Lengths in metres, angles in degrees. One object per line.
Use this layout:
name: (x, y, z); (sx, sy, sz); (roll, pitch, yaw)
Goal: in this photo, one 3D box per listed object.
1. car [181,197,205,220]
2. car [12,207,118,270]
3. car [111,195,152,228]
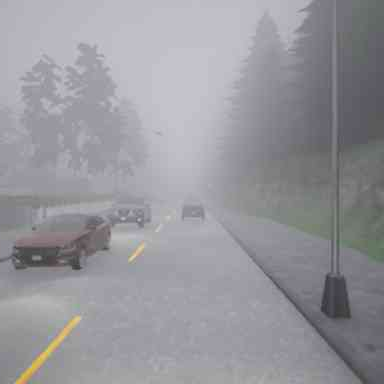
car: (0.095, 1.465, 27.983); (1.882, 1.535, 5.008); (0, 0, 0)
car: (-4.093, 1.472, 11.259); (1.882, 1.535, 5.008); (0, 0, 0)
car: (-4.047, 1.211, 22.424); (2.150, 2.045, 5.566); (0, 0, 0)
